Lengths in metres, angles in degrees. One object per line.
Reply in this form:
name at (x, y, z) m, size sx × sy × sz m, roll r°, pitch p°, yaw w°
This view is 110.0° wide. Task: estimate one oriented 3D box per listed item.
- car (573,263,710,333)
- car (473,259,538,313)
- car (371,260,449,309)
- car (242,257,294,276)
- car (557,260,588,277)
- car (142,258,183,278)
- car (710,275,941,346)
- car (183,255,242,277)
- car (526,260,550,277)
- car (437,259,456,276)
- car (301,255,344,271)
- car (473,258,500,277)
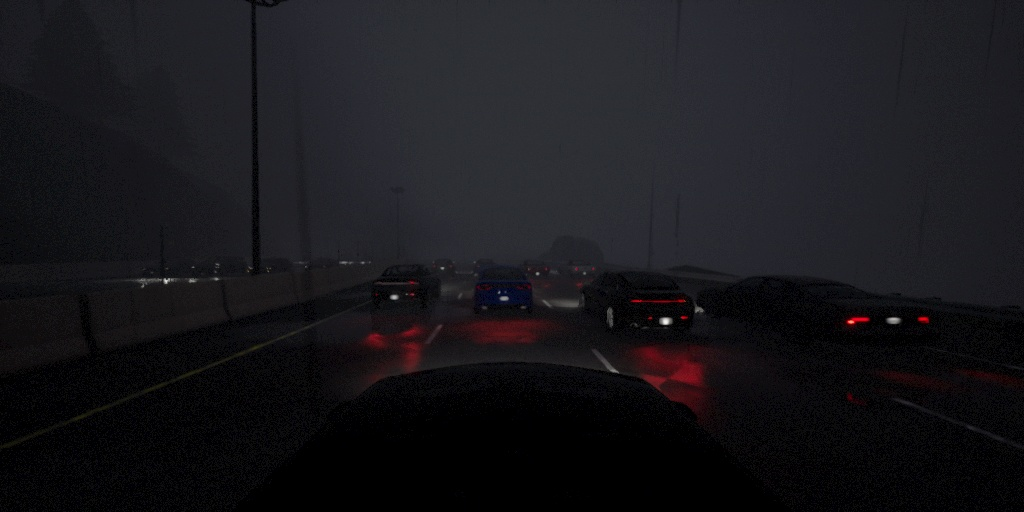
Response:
car at (3.286, 1.133, 10.308) m, size 1.837 × 1.490 × 4.892 m, roll 0°, pitch 1°, yaw -2°
car at (-0.376, 1.067, 13.154) m, size 1.882 × 1.535 × 5.008 m, roll 0°, pitch 1°, yaw -3°
car at (-3.929, 1.072, 13.929) m, size 2.128 × 1.511 × 4.902 m, roll 0°, pitch 1°, yaw -4°
car at (-20.147, 0.868, 30.183) m, size 1.837 × 1.490 × 4.892 m, roll 0°, pitch 1°, yaw -10°
car at (5.070, 0.967, 28.755) m, size 1.895 × 1.301 × 4.718 m, roll 0°, pitch 1°, yaw -8°
car at (-26.983, 0.914, 28.755) m, size 1.812 × 1.442 × 4.674 m, roll 0°, pitch 1°, yaw -10°
car at (6.856, 1.190, 9.034) m, size 2.033 × 1.411 × 5.357 m, roll 0°, pitch 1°, yaw -2°
car at (-23.498, 0.734, 28.986) m, size 2.097 × 1.767 × 4.553 m, roll 0°, pitch 1°, yaw -10°
car at (1.569, 0.973, 28.523) m, size 1.895 × 1.301 × 4.718 m, roll 0°, pitch 1°, yaw -8°
car at (-5.777, 0.917, 30.221) m, size 1.994 × 1.385 × 4.181 m, roll 0°, pitch 1°, yaw -9°
car at (-16.929, 0.859, 32.157) m, size 1.812 × 1.442 × 4.674 m, roll 0°, pitch 1°, yaw -11°
car at (-2.266, 0.912, 30.407) m, size 1.994 × 1.385 × 4.181 m, roll 0°, pitch 1°, yaw -8°
